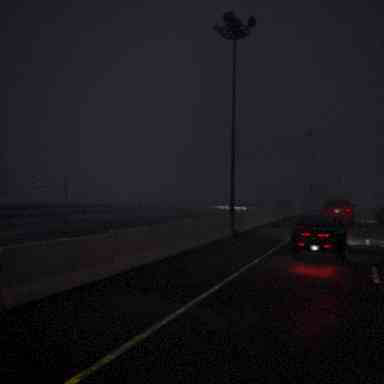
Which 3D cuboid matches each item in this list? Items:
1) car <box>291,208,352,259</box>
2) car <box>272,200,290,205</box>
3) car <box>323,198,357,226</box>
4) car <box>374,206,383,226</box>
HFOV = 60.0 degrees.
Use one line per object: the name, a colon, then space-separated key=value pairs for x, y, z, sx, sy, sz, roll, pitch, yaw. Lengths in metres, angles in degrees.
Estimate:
car: x=5.255 y=1.632 z=13.427 sx=1.837 sy=1.490 sz=4.892 roll=0 pitch=0 yaw=27
car: x=16.384 y=2.011 z=59.470 sx=2.128 sy=1.511 sz=4.902 roll=0 pitch=-1 yaw=27
car: x=11.519 y=1.479 z=26.026 sx=2.150 sy=2.045 sz=5.566 roll=0 pitch=0 yaw=27
car: x=15.066 y=1.790 z=25.279 sx=1.837 sy=1.490 sz=4.892 roll=0 pitch=0 yaw=27
